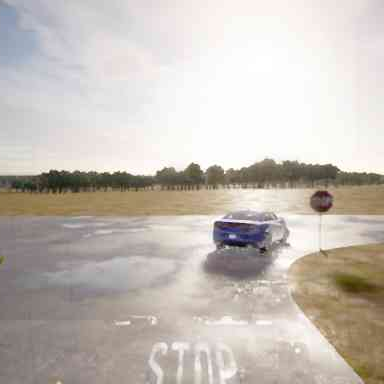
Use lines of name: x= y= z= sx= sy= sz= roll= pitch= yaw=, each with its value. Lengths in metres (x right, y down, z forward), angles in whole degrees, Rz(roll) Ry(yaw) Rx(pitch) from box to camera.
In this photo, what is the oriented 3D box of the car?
car: x=2.546 y=1.405 z=13.559 sx=1.882 sy=1.535 sz=5.008 roll=1 pitch=0 yaw=28
